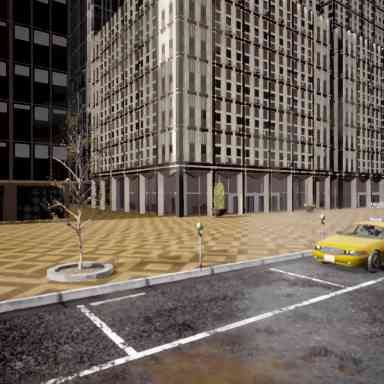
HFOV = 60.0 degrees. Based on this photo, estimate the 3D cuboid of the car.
[{"bbox_3d":[5.799,1.526,10.687,4.829,1.417,1.752,0,0,-35],"label":"car"}]
